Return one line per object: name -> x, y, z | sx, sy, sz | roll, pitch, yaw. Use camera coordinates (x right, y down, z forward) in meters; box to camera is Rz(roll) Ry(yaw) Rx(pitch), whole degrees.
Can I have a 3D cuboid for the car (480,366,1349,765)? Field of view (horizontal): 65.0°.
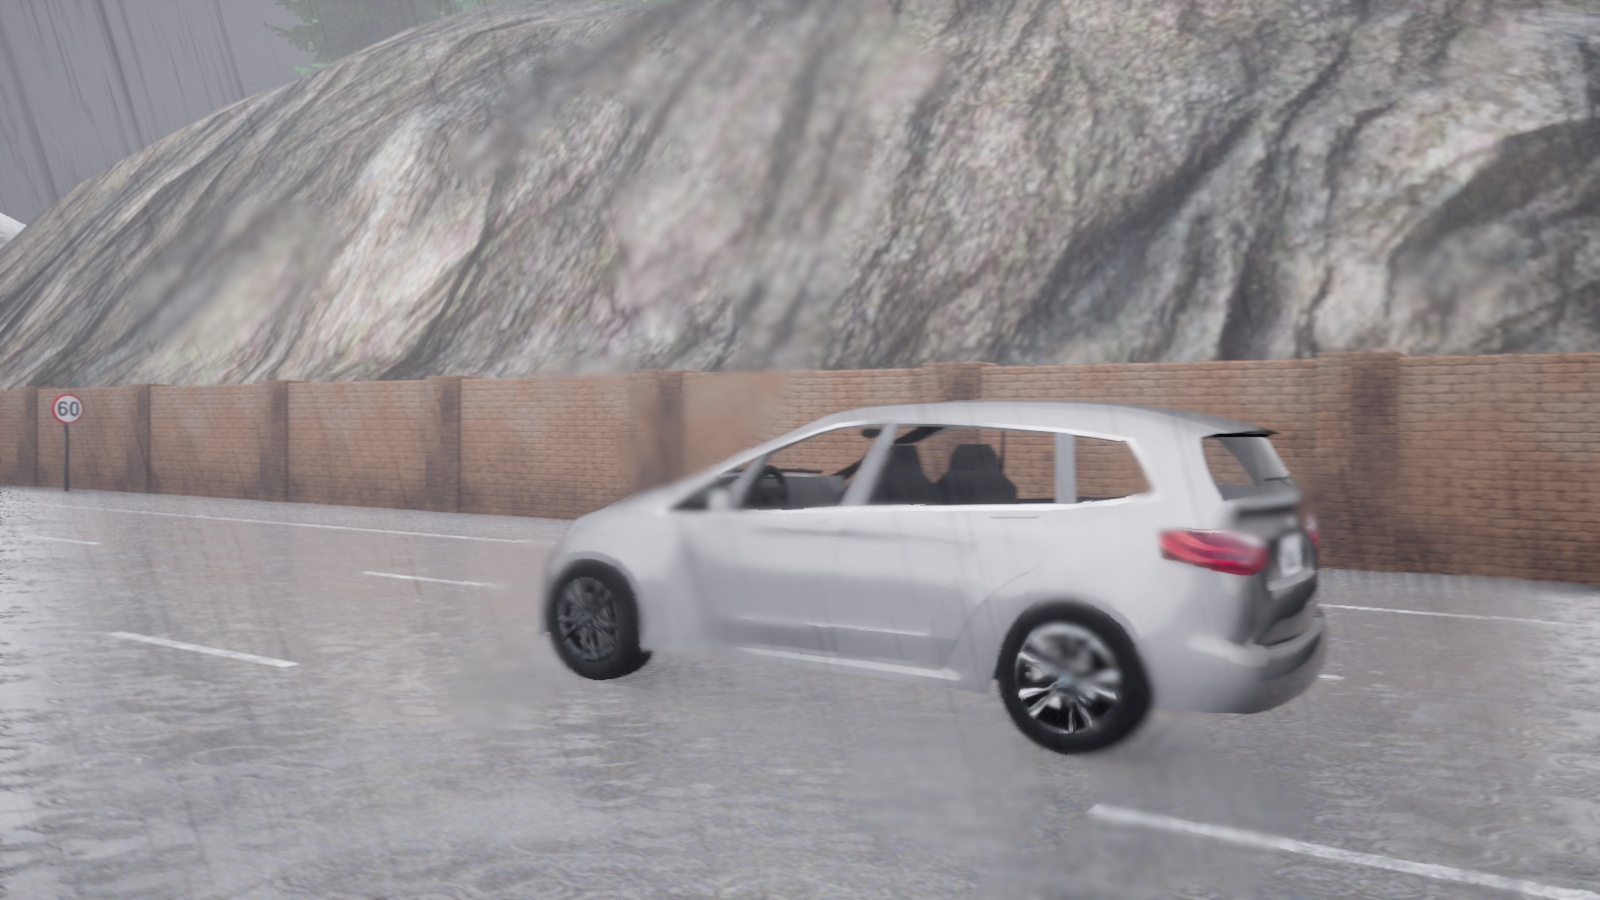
car -> 0.564, 0.468, 7.447 | 4.611, 1.667, 2.242 | 0, 1, 34
